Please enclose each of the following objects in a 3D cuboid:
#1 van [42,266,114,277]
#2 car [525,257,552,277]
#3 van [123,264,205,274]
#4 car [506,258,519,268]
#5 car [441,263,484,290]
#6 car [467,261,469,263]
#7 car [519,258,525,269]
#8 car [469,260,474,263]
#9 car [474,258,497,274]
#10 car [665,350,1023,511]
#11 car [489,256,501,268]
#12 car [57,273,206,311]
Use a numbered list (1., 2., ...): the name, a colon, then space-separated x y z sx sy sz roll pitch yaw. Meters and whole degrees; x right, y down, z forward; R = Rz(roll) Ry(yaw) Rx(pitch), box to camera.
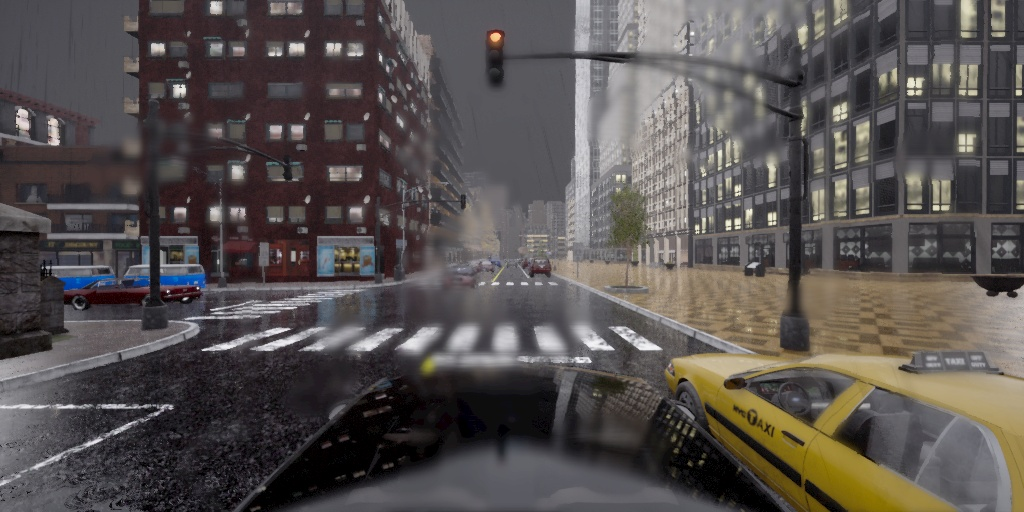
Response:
1. van: -26.300 1.481 21.424 3.998 1.789 1.690 0 0 -1
2. car: 2.698 1.074 34.707 2.192 1.841 5.009 0 0 0
3. van: -20.762 1.391 21.473 3.998 1.789 1.690 0 0 -1
4. car: 0.016 1.286 63.484 2.128 1.511 4.902 0 0 0
5. car: -3.095 1.334 22.423 1.994 1.385 4.181 0 0 0
6. car: -5.681 1.310 34.709 2.007 1.370 4.403 0 0 0
7. car: 2.705 1.099 56.812 2.192 1.841 5.009 0 0 0
8. car: -5.677 1.327 51.288 2.007 1.370 4.403 0 0 0
9. car: -3.099 1.291 42.603 1.812 1.442 4.674 0 0 0
10. car: 2.689 1.275 2.465 1.751 1.417 4.829 0 0 0
11. car: -3.036 1.016 62.300 2.150 2.045 5.566 0 0 0
12. car: -16.544 1.603 15.719 4.718 1.301 1.895 -1 0 -1
